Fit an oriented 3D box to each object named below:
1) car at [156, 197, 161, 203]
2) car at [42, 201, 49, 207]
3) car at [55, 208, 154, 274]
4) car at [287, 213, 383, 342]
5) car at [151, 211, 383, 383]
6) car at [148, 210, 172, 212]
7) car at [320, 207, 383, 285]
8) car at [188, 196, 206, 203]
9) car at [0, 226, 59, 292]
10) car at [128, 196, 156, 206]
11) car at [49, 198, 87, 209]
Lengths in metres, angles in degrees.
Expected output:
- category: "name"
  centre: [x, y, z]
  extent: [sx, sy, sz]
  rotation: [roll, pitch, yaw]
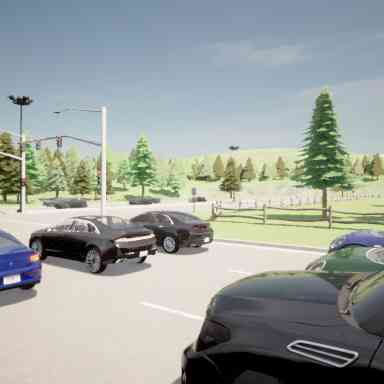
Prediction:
- category: "car"
  centre: [-8.515, 1.548, 66.616]
  extent: [2.033, 1.411, 5.357]
  rotation: [0, 0, 35]
- category: "car"
  centre: [-19.832, 1.547, 50.452]
  extent: [2.033, 1.411, 5.357]
  rotation: [0, 0, 35]
- category: "car"
  centre: [-3.305, 1.492, 10.628]
  extent: [4.902, 1.511, 2.128]
  rotation: [0, 0, 36]
- category: "car"
  centre: [4.126, 1.352, 5.348]
  extent: [4.553, 1.767, 2.097]
  rotation: [0, 0, 36]
- category: "car"
  centre: [2.556, 1.221, 2.169]
  extent: [5.566, 2.045, 2.150]
  rotation: [0, 0, 36]
- category: "car"
  centre: [-1.430, 1.505, 13.590]
  extent: [4.892, 1.490, 1.837]
  rotation: [0, 0, 36]
- category: "car"
  centre: [5.874, 1.352, 8.400]
  extent: [4.553, 1.767, 2.097]
  rotation: [0, 0, 35]
- category: "car"
  centre: [1.057, 1.495, 68.076]
  extent: [2.128, 1.511, 4.902]
  rotation: [0, 0, 35]
- category: "car"
  centre: [-5.347, 1.526, 7.788]
  extent: [4.674, 1.442, 1.812]
  rotation: [0, 0, 36]
- category: "car"
  centre: [-8.474, 1.564, 54.523]
  extent: [1.994, 1.385, 4.181]
  rotation: [0, 0, 35]
- category: "car"
  centre: [-15.939, 1.564, 43.787]
  extent: [1.994, 1.385, 4.181]
  rotation: [0, 0, 35]
